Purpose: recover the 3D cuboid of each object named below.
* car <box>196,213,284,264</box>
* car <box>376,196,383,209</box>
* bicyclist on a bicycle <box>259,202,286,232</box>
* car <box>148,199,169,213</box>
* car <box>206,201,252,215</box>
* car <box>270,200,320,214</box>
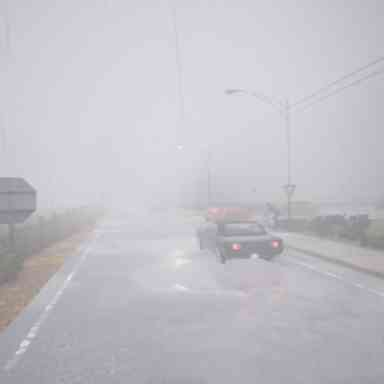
[{"bbox_3d":[1.464,1.669,12.216,1.895,1.301,4.718,-1,0,-11],"label":"car"},{"bbox_3d":[25.019,1.348,40.944,2.242,1.667,4.611,-1,0,-12],"label":"car"},{"bbox_3d":[4.228,1.360,17.652,1.656,1.620,0.582,-1,0,-11],"label":"bicyclist on a bicycle"},{"bbox_3d":[-4.705,1.926,43.906,1.812,1.442,4.674,-1,0,-14],"label":"car"},{"bbox_3d":[3.076,1.497,27.112,2.097,1.767,4.553,-1,0,39],"label":"car"},{"bbox_3d":[10.360,1.545,33.555,5.008,1.535,1.882,-1,0,-12],"label":"car"}]
